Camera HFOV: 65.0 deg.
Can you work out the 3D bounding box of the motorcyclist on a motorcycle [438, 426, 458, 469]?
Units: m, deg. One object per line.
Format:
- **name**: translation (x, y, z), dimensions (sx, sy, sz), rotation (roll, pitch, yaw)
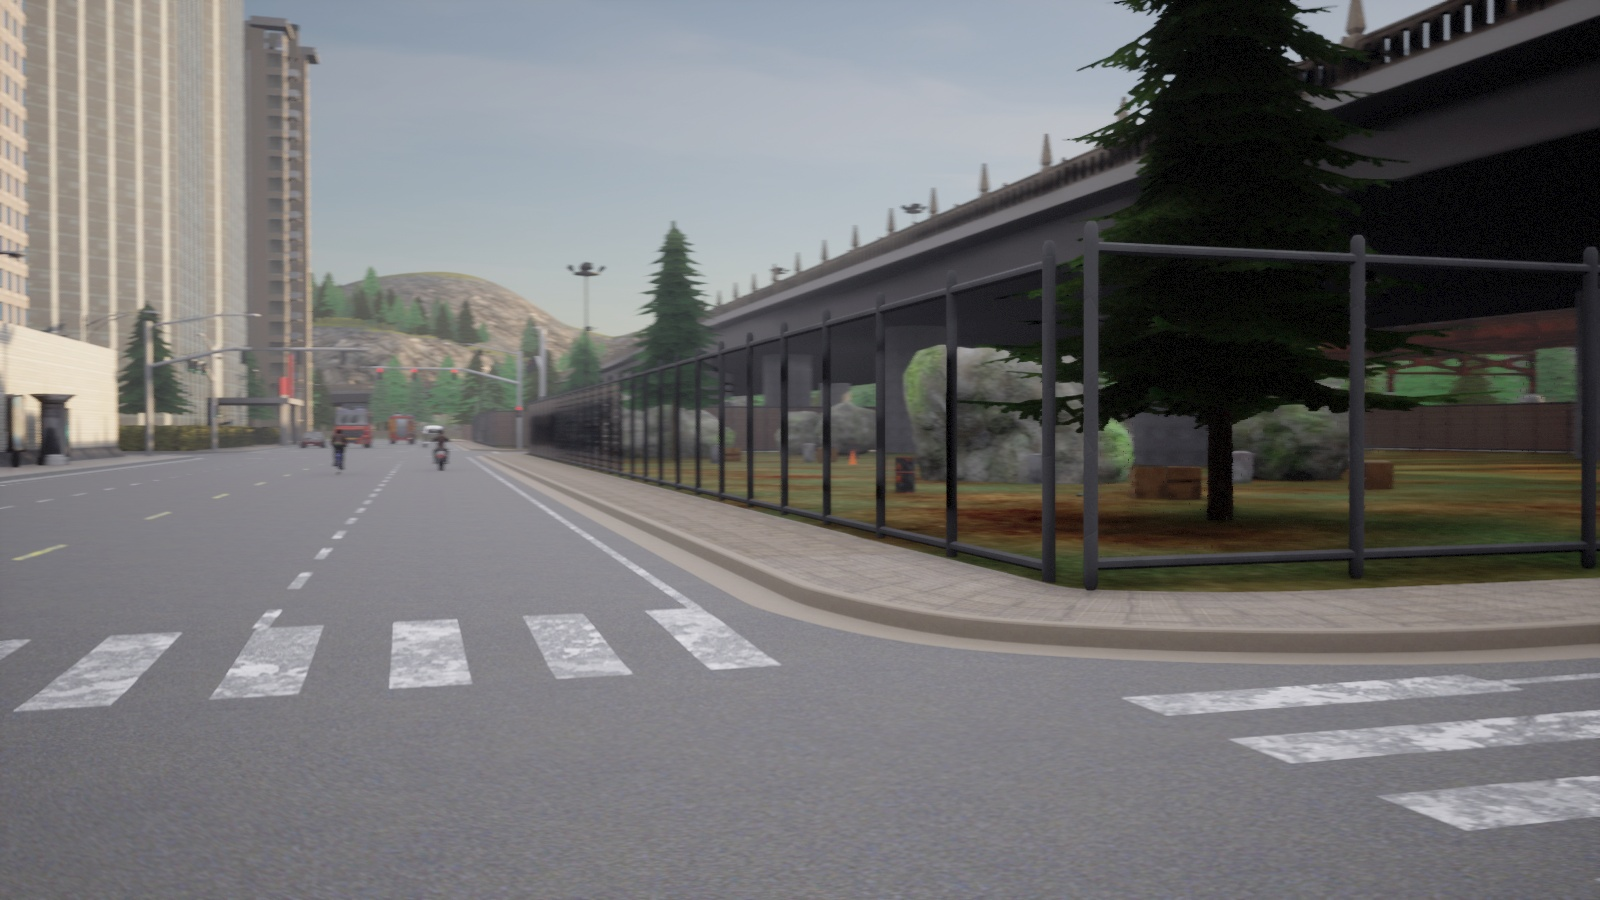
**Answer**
- **motorcyclist on a motorcycle**: translation (-13.919, -0.108, 49.637), dimensions (0.766, 1.649, 2.350), rotation (0, 1, -16)
